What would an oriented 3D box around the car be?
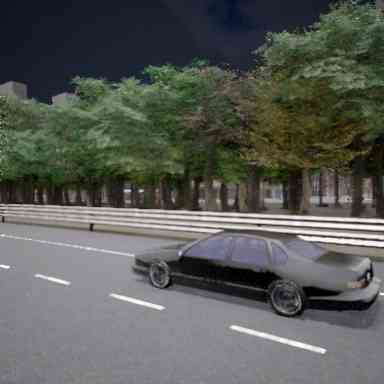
[{"bbox_3d":[1.097,1.550,7.402,5.357,1.411,2.033,0,0,35],"label":"car"}]
